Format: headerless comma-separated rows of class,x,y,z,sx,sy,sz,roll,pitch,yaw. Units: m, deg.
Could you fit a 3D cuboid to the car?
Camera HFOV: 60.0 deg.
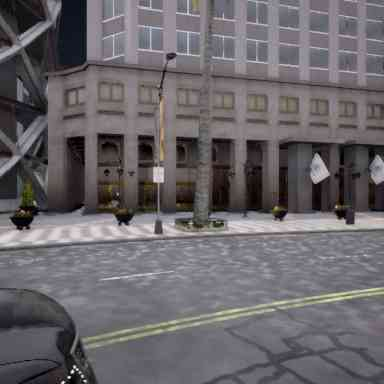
car,-3.223,1.223,1.372,5.566,2.045,2.150,0,0,-36
